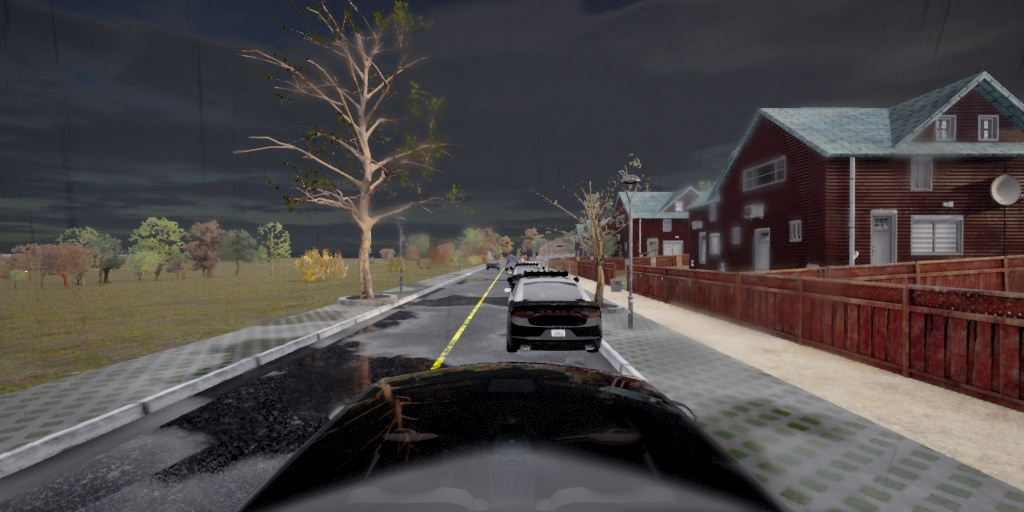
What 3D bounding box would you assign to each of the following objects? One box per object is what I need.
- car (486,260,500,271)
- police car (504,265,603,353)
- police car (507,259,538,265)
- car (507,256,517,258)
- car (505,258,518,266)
[{"bbox_3d":[-2.706,1.318,51.104,2.033,1.411,5.357,0,0,0],"label":"car"},{"bbox_3d":[0.831,1.176,9.000,1.930,1.638,5.238,0,0,0],"label":"police car"},{"bbox_3d":[0.839,1.178,19.000,1.930,1.638,5.238,0,0,0],"label":"police car"},{"bbox_3d":[0.054,1.005,62.037,2.150,2.045,5.566,0,0,0],"label":"car"},{"bbox_3d":[0.079,1.332,47.273,1.994,1.385,4.181,0,0,0],"label":"car"}]
